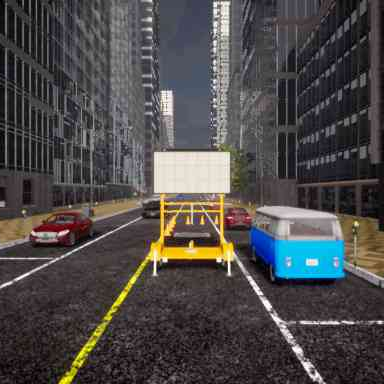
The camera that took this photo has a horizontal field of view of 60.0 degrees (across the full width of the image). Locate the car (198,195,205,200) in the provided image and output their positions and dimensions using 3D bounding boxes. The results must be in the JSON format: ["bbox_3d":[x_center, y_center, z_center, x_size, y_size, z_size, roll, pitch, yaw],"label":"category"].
[{"bbox_3d":[2.698,1.462,94.690,1.887,1.381,4.507,0,0,0],"label":"car"}]

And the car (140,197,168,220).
[{"bbox_3d":[-3.098,1.477,28.592,1.882,1.535,5.008,0,0,0],"label":"car"}]

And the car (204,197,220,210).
[{"bbox_3d":[2.693,1.581,37.766,1.802,1.307,4.206,0,0,0],"label":"car"}]

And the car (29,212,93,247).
[{"bbox_3d":[-5.690,1.581,14.999,1.802,1.307,4.206,0,0,0],"label":"car"}]

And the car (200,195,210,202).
[{"bbox_3d":[2.696,1.401,71.920,1.967,1.590,4.097,0,0,0],"label":"car"}]

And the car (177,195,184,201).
[{"bbox_3d":[-2.994,1.412,86.936,1.882,1.535,5.008,0,0,0],"label":"car"}]

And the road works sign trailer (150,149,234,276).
[{"bbox_3d":[0.001,0.464,10.323,2.380,3.560,2.880,0,0,0],"label":"road works sign trailer"}]

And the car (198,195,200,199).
[{"bbox_3d":[2.696,1.410,66.228,1.967,1.590,4.097,0,0,0],"label":"car"}]

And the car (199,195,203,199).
[{"bbox_3d":[2.695,1.538,54.843,2.008,1.369,4.403,0,0,0],"label":"car"}]

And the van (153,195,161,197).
[{"bbox_3d":[-5.686,1.328,54.847,1.690,1.788,3.998,0,0,0],"label":"van"}]

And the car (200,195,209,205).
[{"bbox_3d":[2.694,1.544,49.150,2.008,1.369,4.403,0,0,0],"label":"car"}]

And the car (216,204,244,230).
[{"bbox_3d":[2.692,1.581,20.688,1.802,1.307,4.206,0,0,0],"label":"car"}]

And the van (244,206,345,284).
[{"bbox_3d":[2.691,1.341,9.304,1.690,1.788,3.998,0,0,0],"label":"van"}]
